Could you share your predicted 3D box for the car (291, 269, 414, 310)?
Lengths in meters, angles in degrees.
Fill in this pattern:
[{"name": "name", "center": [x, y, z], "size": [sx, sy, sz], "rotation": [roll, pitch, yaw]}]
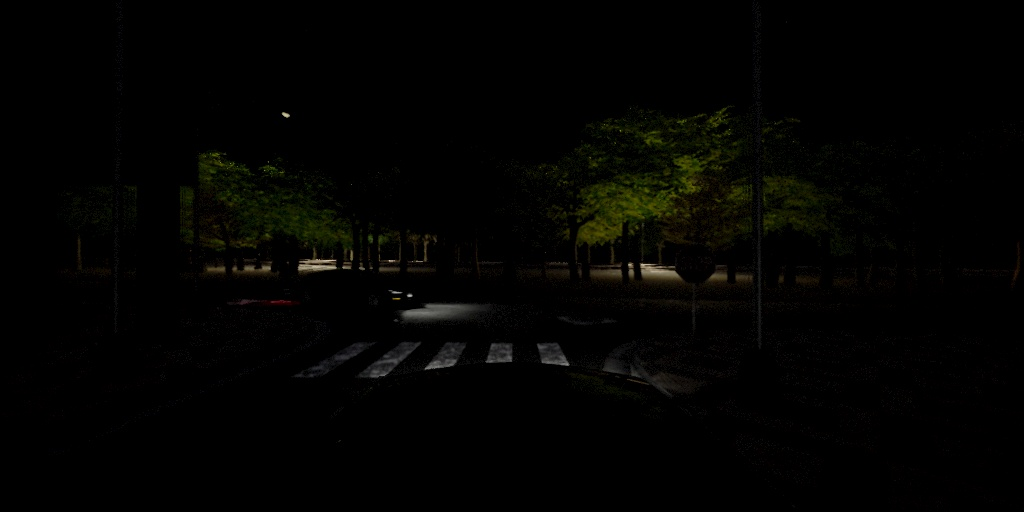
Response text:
[{"name": "car", "center": [-6.430, 1.293, 14.604], "size": [4.892, 1.490, 1.837], "rotation": [1, 0, 10]}]
